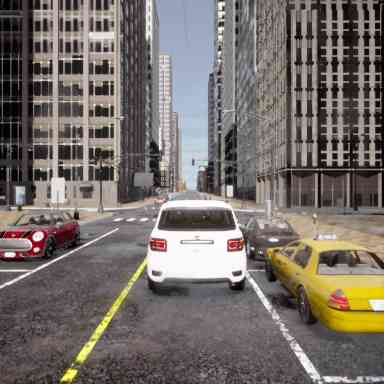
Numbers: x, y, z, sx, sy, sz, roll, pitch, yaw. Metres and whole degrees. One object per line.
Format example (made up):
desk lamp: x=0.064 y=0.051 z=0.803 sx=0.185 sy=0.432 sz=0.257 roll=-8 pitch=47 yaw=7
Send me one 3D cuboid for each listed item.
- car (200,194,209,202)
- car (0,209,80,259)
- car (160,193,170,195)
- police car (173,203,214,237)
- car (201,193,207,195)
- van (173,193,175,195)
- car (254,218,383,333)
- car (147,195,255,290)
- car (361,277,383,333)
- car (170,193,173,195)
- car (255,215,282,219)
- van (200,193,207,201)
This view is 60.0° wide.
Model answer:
car: x=2.718 y=1.353 z=73.032 sx=1.967 sy=1.590 sz=4.097 roll=0 pitch=0 yaw=0
car: x=-5.684 y=1.437 z=12.405 sx=1.967 sy=1.590 sz=4.097 roll=0 pitch=0 yaw=0
car: x=-5.762 y=1.380 z=61.668 sx=1.967 sy=1.590 sz=4.097 roll=0 pitch=0 yaw=0
police car: x=0.103 y=1.497 z=19.109 sx=2.038 sy=1.542 sz=4.974 roll=0 pitch=0 yaw=1
car: x=2.810 y=1.380 z=61.664 sx=1.967 sy=1.590 sz=4.097 roll=0 pitch=0 yaw=0
van: x=-5.658 y=1.225 z=84.408 sx=1.690 sy=1.788 sz=3.998 roll=0 pitch=0 yaw=0
car: x=2.694 y=1.525 z=6.905 sx=1.752 sy=1.417 sz=4.829 roll=0 pitch=0 yaw=0
car: x=0.103 y=1.220 z=9.189 sx=2.150 sy=2.045 sz=5.566 roll=0 pitch=0 yaw=0
car: x=2.692 y=1.551 z=1.065 sx=2.008 sy=1.369 sz=4.403 roll=0 pitch=0 yaw=0
car: x=-5.693 y=1.242 z=67.353 sx=2.192 sy=1.841 sz=5.009 roll=0 pitch=0 yaw=0
car: x=2.696 y=1.548 z=12.403 sx=2.008 sy=1.369 sz=4.403 roll=0 pitch=0 yaw=0
van: x=2.720 y=1.239 z=78.716 sx=1.690 sy=1.788 sz=3.998 roll=0 pitch=0 yaw=0
